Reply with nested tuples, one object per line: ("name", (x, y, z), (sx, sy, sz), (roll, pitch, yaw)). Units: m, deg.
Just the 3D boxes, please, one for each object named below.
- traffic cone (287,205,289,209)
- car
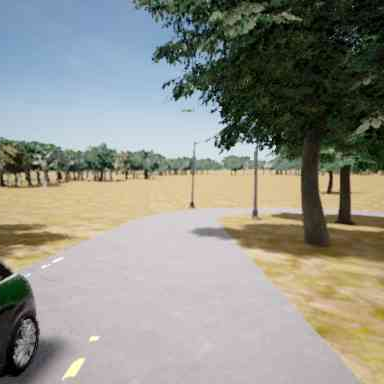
("traffic cone", (17.227, 2.674, 59.961), (0.340, 0.580, 0.340), (2, 3, -25))
("car", (-3.098, 1.350, 2.530), (2.097, 1.767, 4.553), (0, 0, 0))
